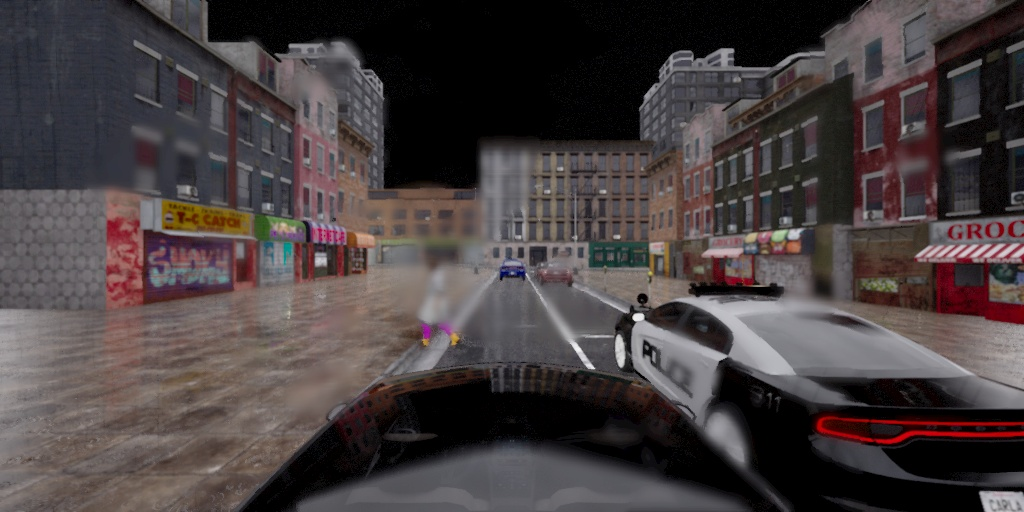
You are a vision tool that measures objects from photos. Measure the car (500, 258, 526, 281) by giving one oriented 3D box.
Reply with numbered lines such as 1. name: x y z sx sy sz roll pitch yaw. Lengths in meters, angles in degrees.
1. car: 0.068 1.029 27.799 1.882 1.535 5.008 0 1 0

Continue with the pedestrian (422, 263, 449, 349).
1. pedestrian: -1.621 0.997 7.605 0.375 1.860 0.375 0 0 0

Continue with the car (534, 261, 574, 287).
1. car: 2.643 1.030 22.568 1.967 1.591 4.097 0 0 0

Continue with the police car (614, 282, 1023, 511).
1. police car: 2.751 1.153 4.588 1.930 1.638 5.238 0 0 0
